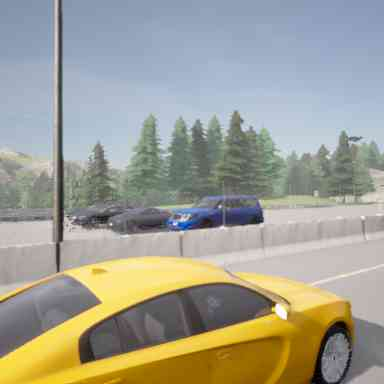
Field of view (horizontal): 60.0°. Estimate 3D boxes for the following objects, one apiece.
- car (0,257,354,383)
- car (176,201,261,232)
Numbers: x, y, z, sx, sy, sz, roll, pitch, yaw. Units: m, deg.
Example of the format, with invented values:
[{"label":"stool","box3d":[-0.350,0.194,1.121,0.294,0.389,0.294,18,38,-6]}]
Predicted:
[{"label":"car","box3d":[-0.209,1.478,3.598,5.008,1.535,1.882,0,0,-36]},{"label":"car","box3d":[1.451,1.217,17.811,5.566,2.045,2.150,0,0,-35]}]
